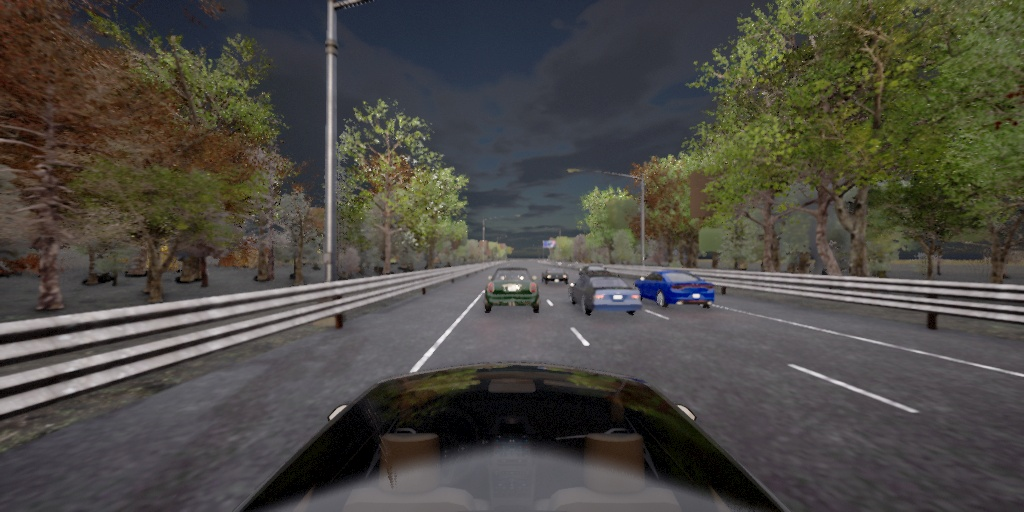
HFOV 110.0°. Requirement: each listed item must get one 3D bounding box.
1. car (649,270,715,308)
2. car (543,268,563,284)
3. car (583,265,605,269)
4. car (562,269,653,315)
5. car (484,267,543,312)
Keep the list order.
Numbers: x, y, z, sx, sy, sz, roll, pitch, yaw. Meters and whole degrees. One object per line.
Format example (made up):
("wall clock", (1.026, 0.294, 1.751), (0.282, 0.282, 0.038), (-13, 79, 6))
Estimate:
("car", (7.022, 1.382, 16.087), (1.882, 1.535, 5.008), (0, 0, 1))
("car", (3.502, 1.652, 30.071), (1.895, 1.301, 4.718), (0, -1, 0))
("car", (7.013, 1.539, 31.079), (1.882, 1.535, 5.008), (0, 0, 1))
("car", (3.502, 1.434, 14.348), (2.033, 1.411, 5.357), (0, -1, 0))
("car", (0.014, 1.246, 15.248), (2.097, 1.767, 4.553), (0, -1, 0))
